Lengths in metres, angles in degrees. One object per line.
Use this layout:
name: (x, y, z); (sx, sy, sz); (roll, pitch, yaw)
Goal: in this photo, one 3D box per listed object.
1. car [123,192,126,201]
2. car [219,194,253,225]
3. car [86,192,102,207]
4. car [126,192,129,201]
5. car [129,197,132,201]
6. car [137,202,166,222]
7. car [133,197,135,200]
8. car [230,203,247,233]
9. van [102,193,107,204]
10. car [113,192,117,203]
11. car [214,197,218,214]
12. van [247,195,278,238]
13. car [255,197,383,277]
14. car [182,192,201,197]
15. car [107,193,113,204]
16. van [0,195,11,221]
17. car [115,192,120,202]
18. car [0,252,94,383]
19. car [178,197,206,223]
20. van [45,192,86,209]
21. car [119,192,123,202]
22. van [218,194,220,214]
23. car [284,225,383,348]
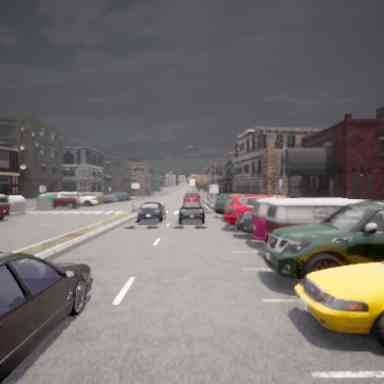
car: (-16.285, 1.250, 66.099); (5.008, 1.535, 2.097); (0, 0, 0)
car: (4.643, 1.195, 19.443); (5.566, 2.045, 2.435); (0, 0, 0)
car: (-16.111, 1.017, 46.803); (5.566, 2.045, 2.435); (0, 0, 0)
car: (-16.316, 1.261, 68.854); (5.008, 1.535, 2.097); (0, 0, 0)
car: (-16.361, 1.026, 71.612); (5.566, 2.045, 2.435); (0, 0, 0)
car: (-3.011, 1.458, 25.251); (1.812, 1.442, 4.674); (0, 0, 0)
car: (-16.378, 1.359, 77.120); (4.674, 1.452, 2.002); (0, 0, 0)
car: (4.618, 1.459, 16.544); (4.892, 1.521, 2.231); (0, 0, 0)
van: (-16.299, 1.019, 52.439); (4.442, 1.987, 1.878); (0, 0, 0)
car: (-16.196, 1.266, 57.830); (4.792, 1.488, 2.163); (0, 0, 0)
car: (4.617, 1.154, 27.780); (5.566, 2.045, 2.435); (0, 0, 0)
van: (4.755, 1.240, 13.761); (4.442, 1.987, 1.878); (0, 0, 0)
car: (4.635, 1.225, 8.207); (5.566, 2.045, 2.435); (0, 0, 0)
car: (-0.044, 1.031, 42.852); (2.150, 2.045, 5.566); (0, 0, 0)
car: (-16.210, 1.239, 55.075); (5.008, 1.535, 2.097); (0, 0, 0)
van: (-16.086, 1.196, 24.747); (4.442, 1.987, 1.878); (0, 0, 0)
car: (-16.253, 1.238, 60.586); (4.892, 1.521, 2.231); (0, 0, 0)
car: (-2.924, 1.548, 4.410); (2.033, 1.411, 5.357); (0, 0, 0)
car: (-0.013, 1.430, 25.008); (2.128, 1.511, 4.902); (0, 0, 0)
van: (-15.980, 1.081, 41.292); (4.442, 1.987, 1.878); (0, 0, 0)
car: (-16.274, 1.243, 63.342); (4.892, 1.521, 2.231); (0, 0, 0)
van: (4.479, 1.195, 25.002); (4.442, 1.987, 1.878); (0, 0, 0)
car: (4.496, 1.477, 5.423); (5.366, 1.575, 1.946); (0, 0, 0)
